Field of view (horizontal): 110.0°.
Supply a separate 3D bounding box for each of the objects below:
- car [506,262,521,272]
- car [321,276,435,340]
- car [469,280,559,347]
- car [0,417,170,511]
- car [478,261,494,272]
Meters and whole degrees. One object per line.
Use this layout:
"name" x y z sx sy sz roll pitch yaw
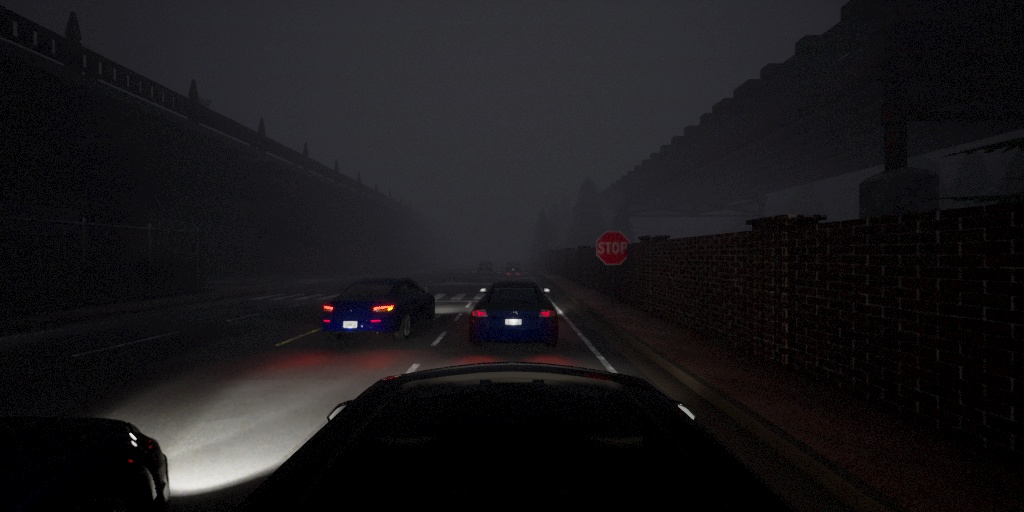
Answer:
"car" 0.118 1.365 46.141 1.895 1.301 4.718 0 0 -1
"car" -3.409 1.278 9.851 1.812 1.442 4.674 0 0 0
"car" 0.072 1.316 9.328 1.994 1.385 4.181 0 0 1
"car" -3.399 1.314 0.756 1.994 1.385 4.181 0 0 0
"car" -3.377 1.311 45.974 2.033 1.411 5.357 0 0 -1
